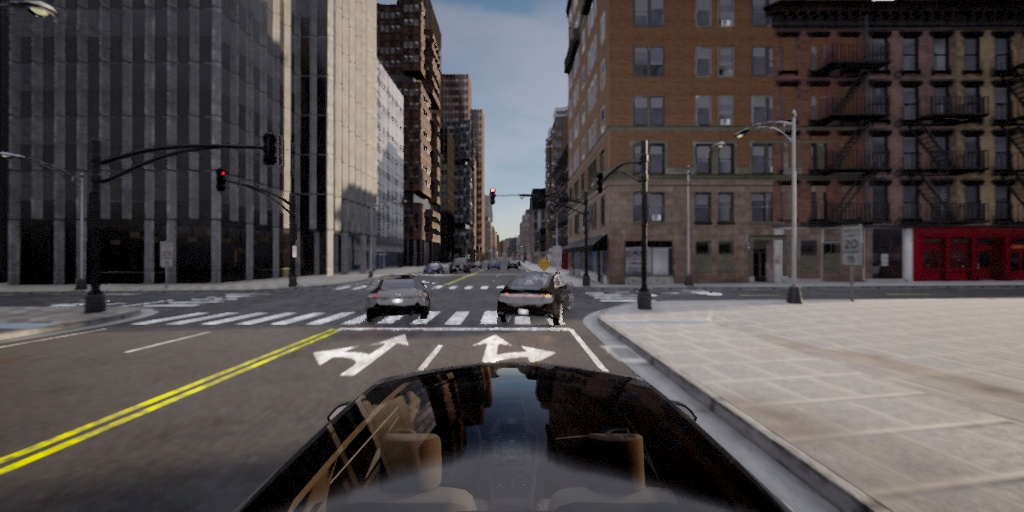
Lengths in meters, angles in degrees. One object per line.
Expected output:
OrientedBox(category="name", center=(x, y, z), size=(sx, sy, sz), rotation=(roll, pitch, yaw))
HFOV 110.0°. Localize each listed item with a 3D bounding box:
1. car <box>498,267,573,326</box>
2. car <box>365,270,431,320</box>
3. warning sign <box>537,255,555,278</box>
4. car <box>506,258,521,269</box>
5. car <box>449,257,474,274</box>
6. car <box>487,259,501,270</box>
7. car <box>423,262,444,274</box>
OrientedBox(category="car", center=(0.924, 1.285, 12.051), size=(2.128, 1.511, 4.902), rotation=(0, 0, 15))
OrientedBox(category="car", center=(-4.078, 1.374, 13.015), size=(1.994, 1.385, 4.181), rotation=(0, 0, -15))
OrientedBox(category="warning sign", center=(2.879, 1.028, 32.056), size=(1.300, 1.860, 1.060), rotation=(0, 0, 0))
OrientedBox(category="car", center=(0.108, 1.584, 61.657), size=(1.837, 1.490, 4.892), rotation=(0, 0, 0))
OrientedBox(category="car", center=(-6.555, 1.205, 45.723), size=(2.150, 2.045, 5.566), rotation=(0, 0, -1))
OrientedBox(category="car", center=(-3.137, 1.436, 62.366), size=(2.097, 1.767, 4.553), rotation=(0, 0, 0))
OrientedBox(category="car", center=(-9.796, 1.510, 45.108), size=(1.812, 1.442, 4.674), rotation=(0, 0, 0))
